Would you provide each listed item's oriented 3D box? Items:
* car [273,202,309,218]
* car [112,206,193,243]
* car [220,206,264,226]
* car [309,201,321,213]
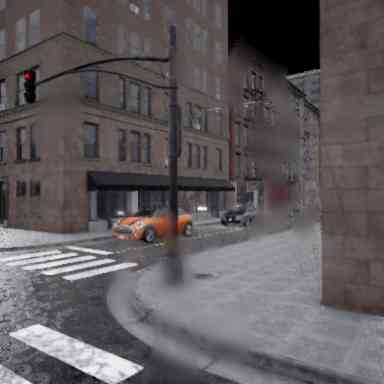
[{"bbox_3d":[9.805,1.782,33.710,2.128,1.511,4.902,0,-1,35],"label":"car"},{"bbox_3d":[-1.943,1.523,17.247,2.097,1.767,4.553,0,-1,36],"label":"car"},{"bbox_3d":[3.863,1.795,25.370,1.994,1.385,4.181,0,-1,35],"label":"car"},{"bbox_3d":[16.415,1.900,42.914,2.033,1.411,5.357,0,-1,36],"label":"car"}]
